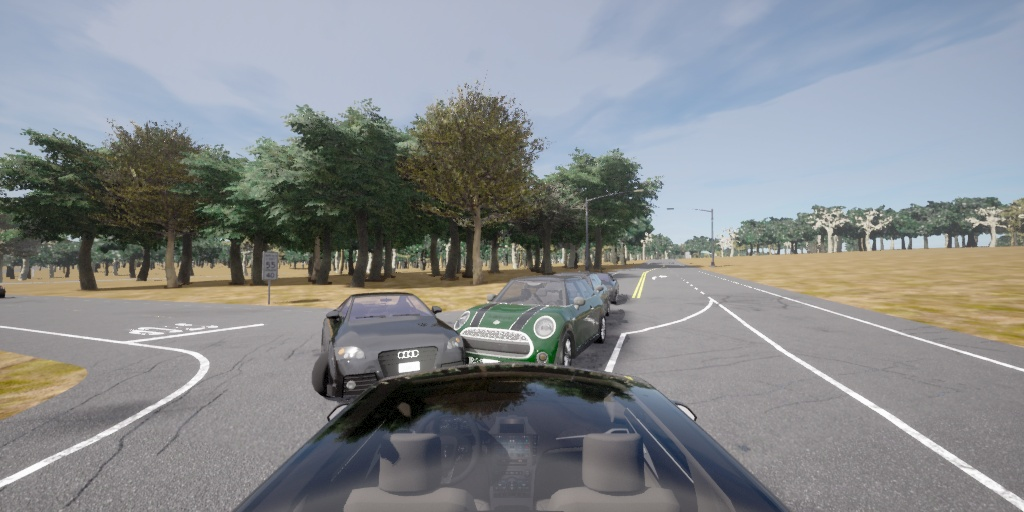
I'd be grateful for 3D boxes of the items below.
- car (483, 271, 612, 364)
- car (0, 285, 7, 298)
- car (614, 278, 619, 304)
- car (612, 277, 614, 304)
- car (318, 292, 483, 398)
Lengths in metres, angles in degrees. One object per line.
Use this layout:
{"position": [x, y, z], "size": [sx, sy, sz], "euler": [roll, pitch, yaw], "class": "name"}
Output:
{"position": [0.623, 1.217, 7.791], "size": [2.097, 1.767, 4.553], "euler": [-1, -2, 26], "class": "car"}
{"position": [-40.845, 2.559, 27.369], "size": [4.181, 1.385, 1.994], "euler": [-2, -3, 22], "class": "car"}
{"position": [4.228, 1.508, 17.829], "size": [1.994, 1.385, 4.181], "euler": [-1, 0, 19], "class": "car"}
{"position": [2.031, 1.343, 12.103], "size": [2.097, 1.767, 4.553], "euler": [-1, -1, 21], "class": "car"}
{"position": [-2.350, 1.375, 6.587], "size": [1.994, 1.385, 4.181], "euler": [1, -2, -29], "class": "car"}
